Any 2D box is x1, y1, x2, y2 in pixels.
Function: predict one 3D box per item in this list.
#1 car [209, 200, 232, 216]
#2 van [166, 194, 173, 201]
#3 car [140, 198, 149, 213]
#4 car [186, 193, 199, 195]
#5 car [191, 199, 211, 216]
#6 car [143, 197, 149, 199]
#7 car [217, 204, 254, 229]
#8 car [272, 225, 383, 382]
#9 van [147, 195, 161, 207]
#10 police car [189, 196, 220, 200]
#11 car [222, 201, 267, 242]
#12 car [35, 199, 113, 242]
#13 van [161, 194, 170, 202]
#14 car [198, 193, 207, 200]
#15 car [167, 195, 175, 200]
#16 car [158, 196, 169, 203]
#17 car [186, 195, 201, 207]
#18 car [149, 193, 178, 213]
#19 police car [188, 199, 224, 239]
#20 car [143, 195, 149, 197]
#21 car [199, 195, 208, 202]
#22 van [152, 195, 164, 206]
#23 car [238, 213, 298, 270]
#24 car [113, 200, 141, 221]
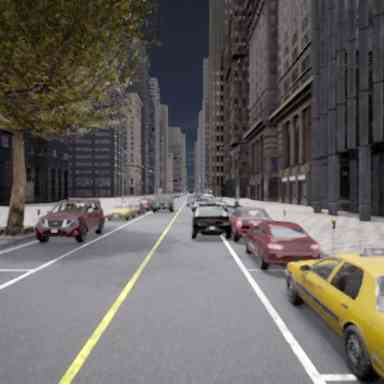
[{"bbox_3d":[2.777,1.543,33.451,2.008,1.369,4.403,0,0,0],"label":"car"},{"bbox_3d":[-5.725,1.343,84.543,1.690,1.788,3.998,0,0,0],"label":"van"},{"bbox_3d":[-5.748,1.574,33.446,1.802,1.307,4.206,0,0,0],"label":"car"},{"bbox_3d":[0.033,1.409,71.376,1.837,1.490,4.892,0,0,0],"label":"car"},{"bbox_3d":[0.852,1.499,33.475,1.837,1.490,4.892,0,0,0],"label":"car"},{"bbox_3d":[-5.745,1.574,39.124,1.802,1.307,4.206,0,0,0],"label":"car"},{"bbox_3d":[2.772,1.559,22.096,1.947,1.339,4.313,0,0,0],"label":"car"},{"bbox_3d":[2.765,1.523,5.233,1.752,1.417,4.829,0,0,0],"label":"car"},{"bbox_3d":[-5.740,1.333,50.479,1.690,1.788,3.998,0,0,0],"label":"van"},{"bbox_3d":[0.913,1.418,27.584,1.930,1.638,5.238,0,0,0],"label":"police car"},{"bbox_3d":[2.769,1.434,16.418,1.967,1.590,4.097,0,0,0],"label":"car"},{"bbox_3d":[-5.756,1.309,16.413,2.192,1.841,5.009,0,0,0],"label":"car"},{"bbox_3d":[-5.730,1.338,73.189,1.690,1.788,3.998,0,0,0],"label":"van"},{"bbox_3d":[2.803,1.319,90.227,2.192,1.841,5.009,0,0,0],"label":"car"},{"bbox_3d":[-5.722,1.529,90.050,1.752,1.417,4.829,0,0,0],"label":"car"},{"bbox_3d":[-5.732,1.577,67.511,1.802,1.307,4.206,0,0,0],"label":"car"},{"bbox_3d":[0.024,1.540,51.804,2.033,1.411,5.357,0,0,0],"label":"car"},{"bbox_3d":[-3.077,1.213,36.624,2.150,2.045,5.566,0,0,0],"label":"car"},{"bbox_3d":[0.909,1.420,17.584,1.930,1.638,5.238,0,0,0],"label":"police car"},{"bbox_3d":[-5.743,1.307,44.801,2.192,1.841,5.009,0,0,0],"label":"car"},{"bbox_3d":[2.798,1.440,78.872,1.967,1.590,4.097,0,0,0],"label":"car"},{"bbox_3d":[-5.738,1.334,56.156,1.690,1.788,3.998,0,0,0],"label":"van"},{"bbox_3d":[2.767,1.578,10.740,1.802,1.307,4.206,0,0,0],"label":"car"},{"bbox_3d":[-5.750,1.518,27.599,1.752,1.417,4.829,0,0,0],"label":"car"}]
